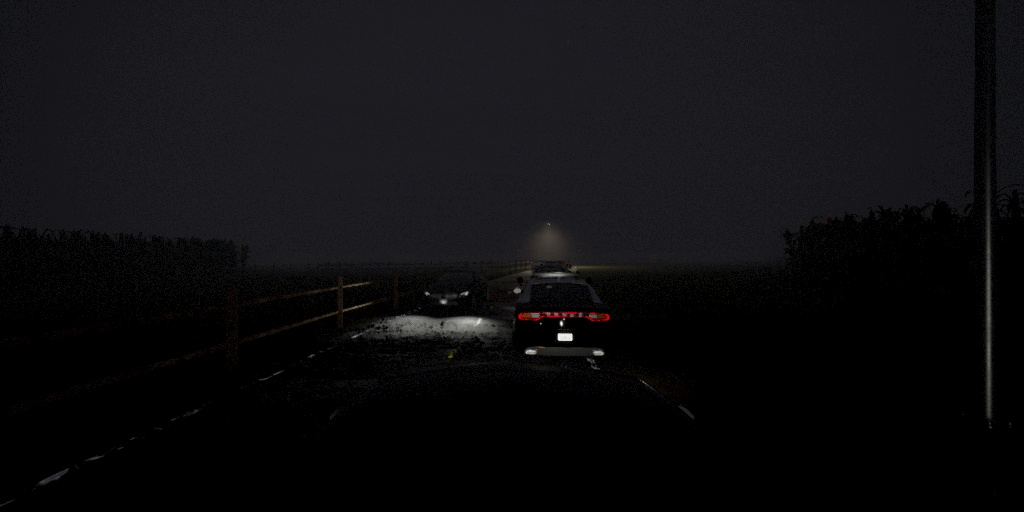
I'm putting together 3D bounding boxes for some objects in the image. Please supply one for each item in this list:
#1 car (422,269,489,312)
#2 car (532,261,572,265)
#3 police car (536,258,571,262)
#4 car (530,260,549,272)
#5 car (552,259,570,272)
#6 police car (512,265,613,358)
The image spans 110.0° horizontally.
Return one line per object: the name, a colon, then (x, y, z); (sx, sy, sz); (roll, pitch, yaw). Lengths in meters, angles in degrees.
car: (-2.075, 1.271, 14.408); (1.812, 1.442, 4.674); (0, 0, 6)
car: (1.959, 1.218, 18.357); (1.882, 1.535, 5.008); (0, 0, 7)
police car: (2.845, 1.159, 24.311); (1.930, 1.638, 5.238); (0, 0, 10)
car: (3.645, 1.236, 46.612); (1.812, 1.442, 4.674); (0, 0, 11)
car: (6.204, 1.188, 45.300); (1.882, 1.535, 5.008); (0, 0, 12)
police car: (1.053, 1.173, 8.661); (1.930, 1.638, 5.238); (0, 0, 3)
